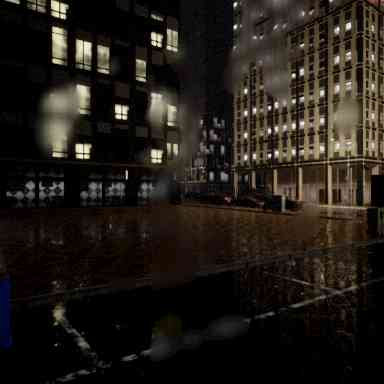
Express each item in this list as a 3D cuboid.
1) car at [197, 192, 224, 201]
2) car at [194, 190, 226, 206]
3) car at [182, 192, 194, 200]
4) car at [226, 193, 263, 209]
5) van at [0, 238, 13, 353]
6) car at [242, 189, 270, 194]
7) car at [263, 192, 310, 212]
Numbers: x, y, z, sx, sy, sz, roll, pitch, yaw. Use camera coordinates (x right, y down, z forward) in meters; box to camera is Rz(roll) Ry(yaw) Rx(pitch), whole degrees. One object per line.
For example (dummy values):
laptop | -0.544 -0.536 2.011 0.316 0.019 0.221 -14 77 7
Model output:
car | 3.074 0.710 55.475 1.752 1.417 4.829 1 0 -36
car | 2.918 0.731 41.338 2.192 1.841 5.009 1 0 -36
car | -0.082 0.647 59.866 1.947 1.339 4.313 1 0 -36
car | 6.164 1.105 36.813 1.802 1.307 4.206 1 0 -36
van | -4.151 1.341 3.596 3.998 1.788 1.690 0 0 -36
car | 8.007 0.732 38.664 2.150 2.045 5.566 0 1 -36
car | 9.421 1.071 32.286 1.967 1.590 4.097 1 0 -36
